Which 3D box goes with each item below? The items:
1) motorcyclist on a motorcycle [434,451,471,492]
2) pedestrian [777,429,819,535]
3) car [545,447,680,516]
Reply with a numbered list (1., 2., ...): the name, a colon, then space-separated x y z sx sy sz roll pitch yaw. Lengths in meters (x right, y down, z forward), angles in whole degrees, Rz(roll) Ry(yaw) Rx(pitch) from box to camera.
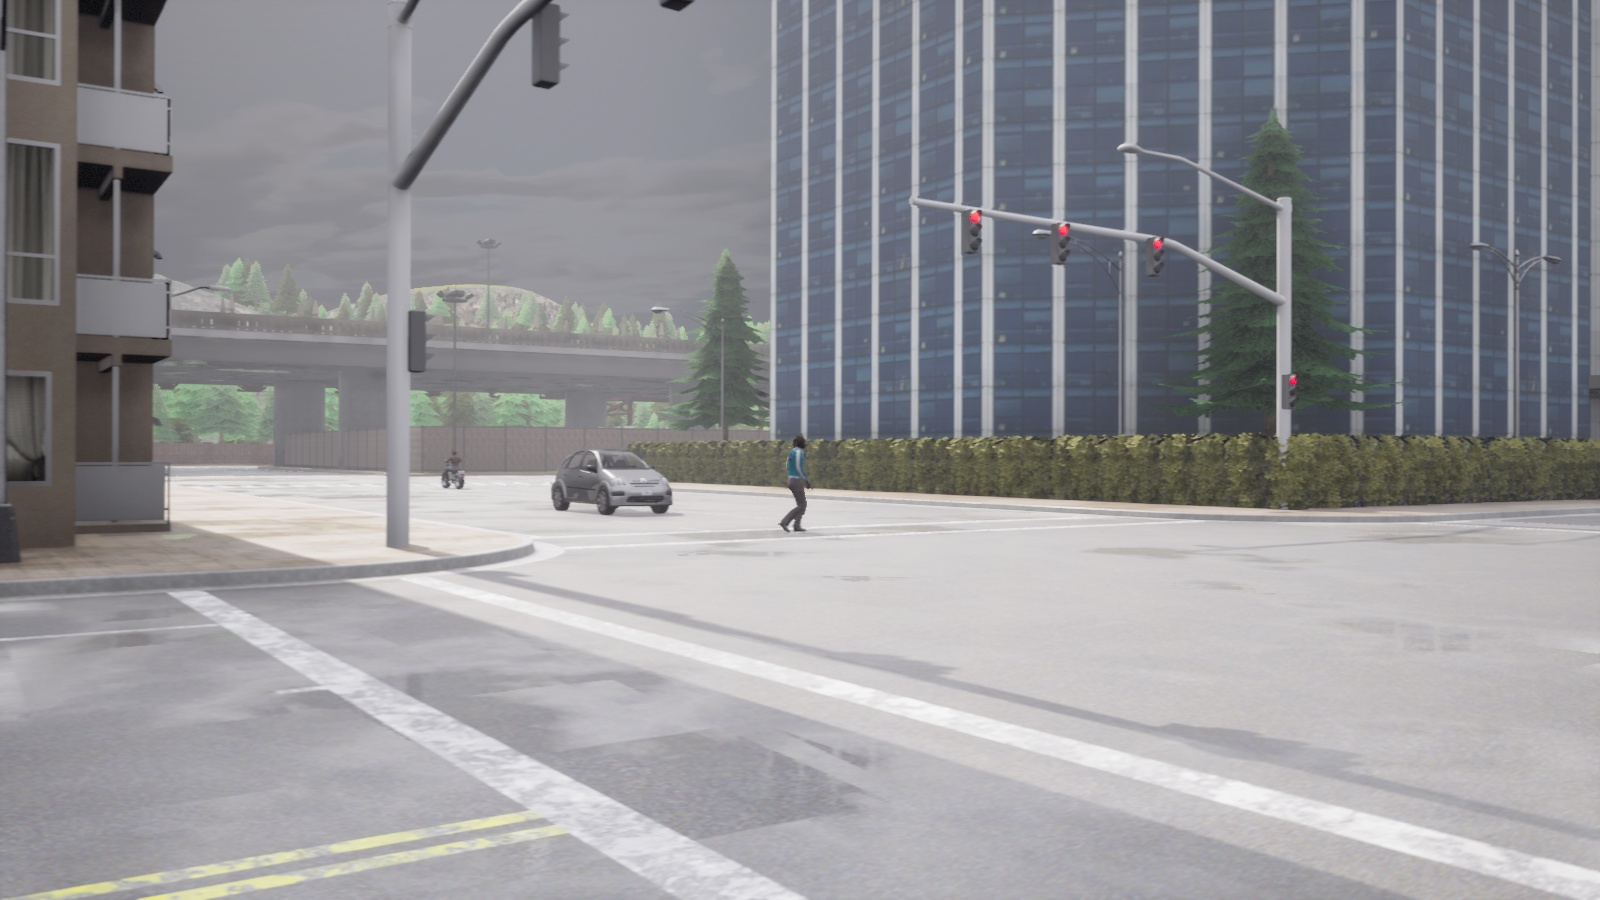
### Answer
1. motorcyclist on a motorcycle: -14.476 0.881 52.273 0.766 1.649 2.350 0 0 -34
2. pedestrian: -0.038 0.590 23.166 0.692 1.930 0.396 0 0 -19
3. car: -4.817 0.753 31.874 1.851 1.617 3.988 0 0 -34
